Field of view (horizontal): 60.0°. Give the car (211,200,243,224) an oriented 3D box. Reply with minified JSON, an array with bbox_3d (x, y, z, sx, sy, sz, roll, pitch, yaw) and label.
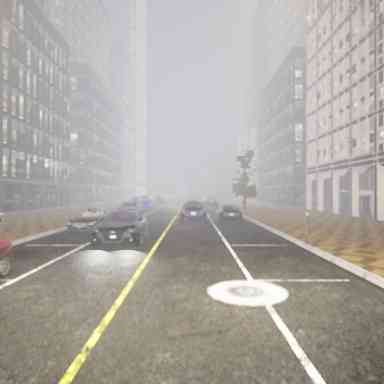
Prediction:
[{"bbox_3d":[2.700,1.551,24.605,1.947,1.339,4.313,0,0,0],"label":"car"}]

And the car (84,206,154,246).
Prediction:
[{"bbox_3d":[-3.086,1.555,14.958,1.994,1.385,4.181,0,0,0],"label":"car"}]

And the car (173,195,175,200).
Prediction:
[{"bbox_3d":[-5.666,1.435,92.755,1.752,1.417,4.829,0,0,0],"label":"car"}]

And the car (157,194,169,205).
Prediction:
[{"bbox_3d":[-5.673,1.392,58.772,1.967,1.590,4.097,0,0,0],"label":"car"}]

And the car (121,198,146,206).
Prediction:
[{"bbox_3d":[-5.680,1.525,30.312,1.887,1.381,4.507,0,0,0],"label":"car"}]

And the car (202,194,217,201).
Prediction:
[{"bbox_3d":[2.706,1.405,47.372,1.967,1.590,4.097,0,0,0],"label":"car"}]

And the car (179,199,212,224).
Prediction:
[{"bbox_3d":[0.106,1.489,24.838,2.163,1.488,4.792,0,0,0],"label":"car"}]

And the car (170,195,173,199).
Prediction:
[{"bbox_3d":[-5.671,1.504,70.158,1.947,1.339,4.313,0,0,0],"label":"car"}]

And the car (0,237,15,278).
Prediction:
[{"bbox_3d":[-5.684,1.578,7.542,1.802,1.307,4.206,0,0,0],"label":"car"}]

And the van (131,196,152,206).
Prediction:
[{"bbox_3d":[-5.678,1.317,36.004,1.690,1.788,3.998,0,0,0],"label":"van"}]

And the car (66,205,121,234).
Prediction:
[{"bbox_3d":[-5.682,1.539,18.928,2.008,1.369,4.403,0,0,0],"label":"car"}]

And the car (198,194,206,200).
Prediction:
[{"bbox_3d":[2.715,1.350,92.908,1.967,1.590,4.097,0,0,0],"label":"car"}]

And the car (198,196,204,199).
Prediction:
[{"bbox_3d":[0.109,1.534,42.098,1.994,1.385,4.181,0,0,0],"label":"car"}]

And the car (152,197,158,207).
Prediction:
[{"bbox_3d":[-5.677,1.552,41.697,1.802,1.307,4.206,0,0,0],"label":"car"}]

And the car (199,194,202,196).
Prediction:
[{"bbox_3d":[2.709,1.471,64.619,1.752,1.417,4.829,0,0,0],"label":"car"}]
